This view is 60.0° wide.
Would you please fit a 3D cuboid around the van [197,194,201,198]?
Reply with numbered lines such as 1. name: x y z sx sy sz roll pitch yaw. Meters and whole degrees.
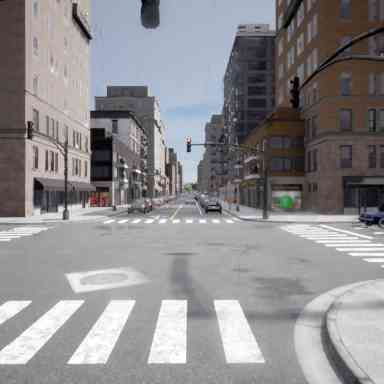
1. van: 2.230 1.424 58.227 1.690 1.788 3.998 0 0 0

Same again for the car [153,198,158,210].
1. car: -5.777 1.490 41.686 1.967 1.590 4.097 0 0 0

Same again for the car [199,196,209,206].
1. car: 2.242 1.641 47.206 1.802 1.307 4.206 0 0 0

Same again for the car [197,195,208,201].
1. car: 2.235 1.637 52.717 1.947 1.339 4.313 0 0 0

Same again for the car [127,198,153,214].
1. car: -5.771 1.480 36.176 1.967 1.590 4.097 0 0 0

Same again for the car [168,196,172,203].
1. car: -5.807 1.552 69.240 1.967 1.590 4.097 0 0 0

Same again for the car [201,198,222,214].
1. car: 2.254 1.606 36.183 1.947 1.339 4.313 0 0 0

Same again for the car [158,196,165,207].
1. car: -5.789 1.653 52.707 1.802 1.307 4.206 0 0 0

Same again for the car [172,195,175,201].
1. car: -5.819 1.694 80.261 2.008 1.369 4.403 0 0 0

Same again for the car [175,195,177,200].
1. car: -5.831 1.721 91.283 1.887 1.381 4.507 0 0 0

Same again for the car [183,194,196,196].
1. car: -0.422 1.664 73.454 2.033 1.411 5.357 0 0 0

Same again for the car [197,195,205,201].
1. car: 2.200 1.600 85.781 1.967 1.590 4.097 0 0 0

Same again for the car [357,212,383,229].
1. car: 12.991 1.553 20.726 4.718 1.301 1.895 0 0 0

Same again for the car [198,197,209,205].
1. car: 2.224 1.648 63.738 2.008 1.369 4.403 0 0 0

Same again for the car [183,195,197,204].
1. car: -0.309 1.696 63.145 1.895 1.301 4.718 0 0 0

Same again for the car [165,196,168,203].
1. car: -5.795 1.634 58.218 2.008 1.369 4.403 0 0 0
